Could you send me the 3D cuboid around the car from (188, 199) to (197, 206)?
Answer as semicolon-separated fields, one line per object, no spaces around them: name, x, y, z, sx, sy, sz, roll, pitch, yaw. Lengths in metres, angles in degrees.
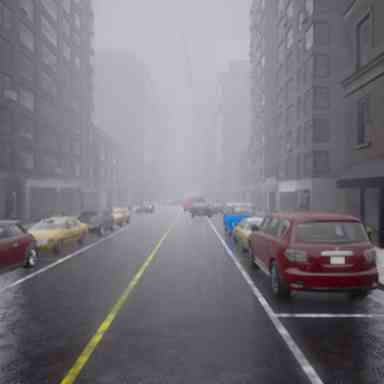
car;0.011;2.197;70.230;1.837;1.490;4.892;0;-1;0

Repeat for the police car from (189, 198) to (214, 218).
police car;0.905;1.768;34.403;1.930;1.638;5.238;0;-1;0

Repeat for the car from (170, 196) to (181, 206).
car;-2.989;1.967;71.747;2.150;2.045;5.566;0;-1;0

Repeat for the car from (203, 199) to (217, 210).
car;2.759;1.978;52.707;1.967;1.590;4.097;-1;-1;0

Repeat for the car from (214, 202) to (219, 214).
car;2.758;1.912;36.190;2.008;1.369;4.403;-1;-1;0

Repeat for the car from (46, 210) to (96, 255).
car;-5.770;1.661;14.002;1.752;1.417;4.829;-1;-1;0

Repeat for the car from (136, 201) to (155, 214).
car;-5.767;1.860;41.698;1.967;1.590;4.097;-1;-1;0

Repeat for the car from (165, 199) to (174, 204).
car;-5.760;2.454;85.735;2.008;1.369;4.403;-1;-1;0

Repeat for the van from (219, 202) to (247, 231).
van;2.754;1.533;19.678;1.690;1.788;3.998;-1;-1;0

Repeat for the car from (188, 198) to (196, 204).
car;0.013;2.306;85.130;1.882;1.535;5.008;0;-1;0

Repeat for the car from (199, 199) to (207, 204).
car;2.765;2.448;85.734;1.887;1.381;4.507;-1;-1;0

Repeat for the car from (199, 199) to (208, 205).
car;2.764;2.386;80.229;1.887;1.381;4.507;-1;-1;0

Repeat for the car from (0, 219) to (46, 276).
car;-5.772;1.524;8.669;1.967;1.590;4.097;-1;-1;0

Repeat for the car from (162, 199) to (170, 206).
car;-5.763;2.220;74.727;1.967;1.590;4.097;-1;-1;0

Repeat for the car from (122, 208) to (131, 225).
car;-5.769;1.771;25.013;1.752;1.417;4.829;-1;-1;0

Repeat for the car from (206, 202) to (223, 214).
car;2.759;1.965;41.696;1.887;1.381;4.507;-1;-1;0

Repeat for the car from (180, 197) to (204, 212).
car;0.342;1.657;44.087;2.150;2.045;5.566;-1;-1;-12

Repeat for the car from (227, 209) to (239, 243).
car;2.755;1.664;14.343;1.752;1.417;4.829;-1;-1;0

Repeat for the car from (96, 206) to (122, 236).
car;-5.769;1.758;19.677;1.947;1.339;4.313;-1;-1;0

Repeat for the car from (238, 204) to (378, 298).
car;2.752;1.398;8.670;2.192;1.841;5.009;-1;-1;0

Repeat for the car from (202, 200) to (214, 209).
car;2.761;2.142;58.210;1.887;1.381;4.507;-1;-1;0

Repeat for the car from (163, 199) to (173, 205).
car;-5.761;2.407;80.230;1.947;1.339;4.313;-1;-1;0

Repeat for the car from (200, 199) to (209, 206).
car;2.764;2.345;74.724;1.947;1.339;4.313;-1;-1;0
